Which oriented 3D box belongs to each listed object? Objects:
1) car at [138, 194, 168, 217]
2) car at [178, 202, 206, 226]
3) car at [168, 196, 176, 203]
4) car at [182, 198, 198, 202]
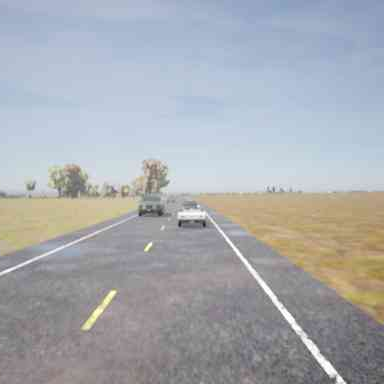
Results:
[{"bbox_3d":[-3.802,1.264,31.967,2.150,2.045,5.566,0,0,-1],"label":"car"},{"bbox_3d":[-0.021,1.630,23.817,1.895,1.301,4.718,0,0,-1],"label":"car"},{"bbox_3d":[-4.479,1.647,72.551,2.128,1.511,4.902,0,0,-1],"label":"car"},{"bbox_3d":[-0.246,1.552,42.068,2.128,1.511,4.902,0,0,-1],"label":"car"}]
